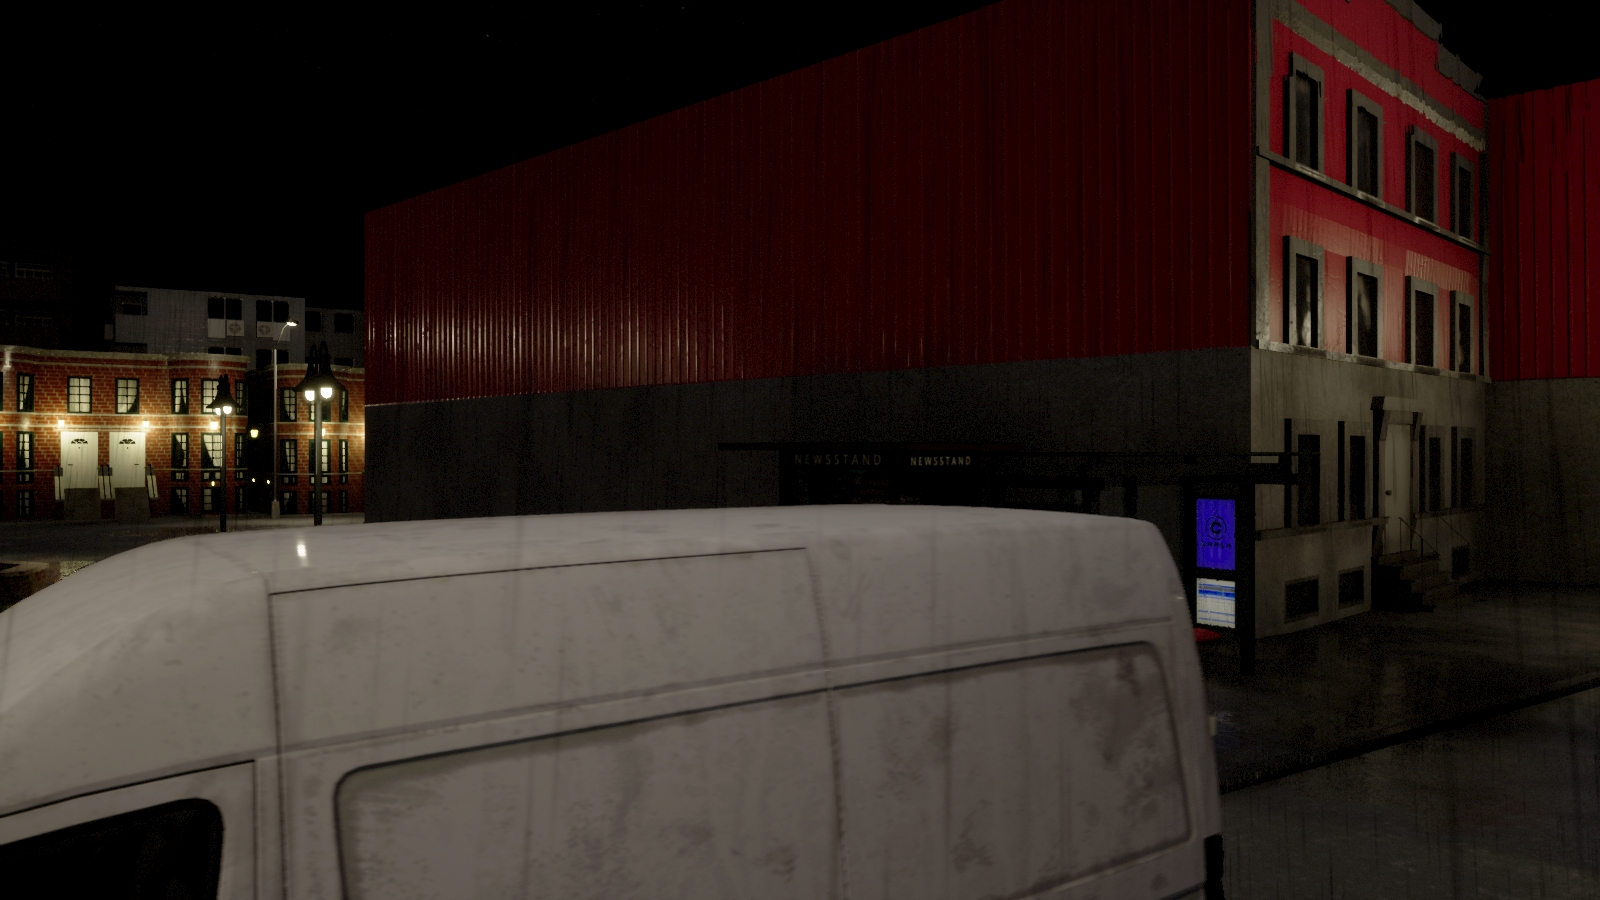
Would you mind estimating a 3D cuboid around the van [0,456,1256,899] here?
[{"bbox_3d":[-1.215,1.314,3.562,5.915,2.561,1.988,0,0,-35],"label":"van"}]
